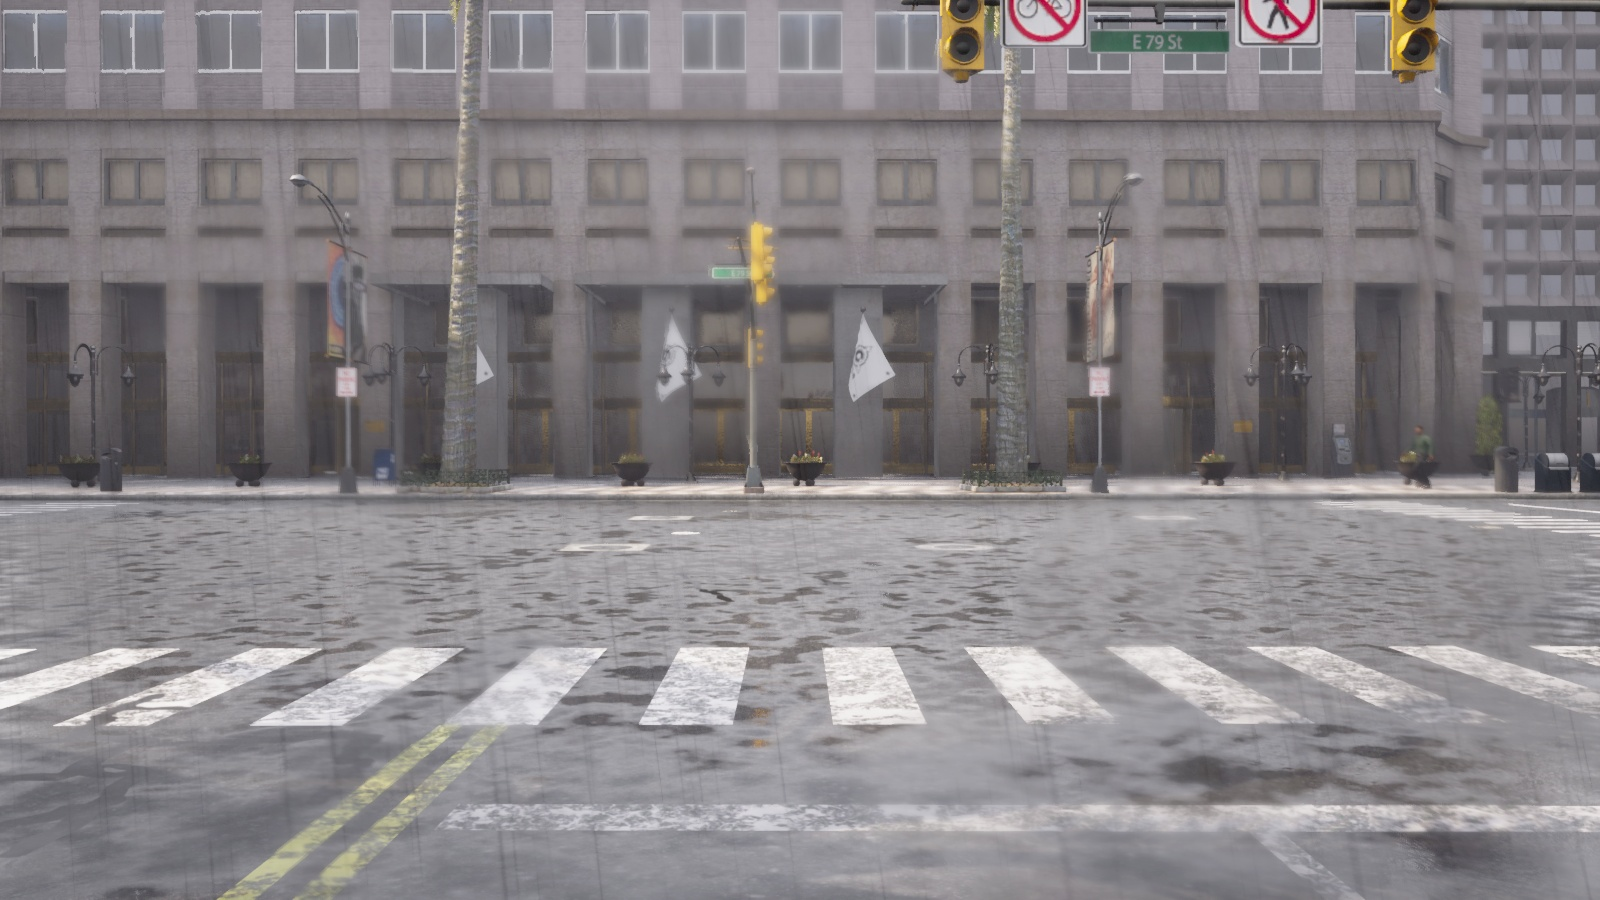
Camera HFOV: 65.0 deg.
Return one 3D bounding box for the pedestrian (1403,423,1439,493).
[{"bbox_3d":[17.249,0.220,34.892,0.788,1.949,0.423,0,0,-12],"label":"pedestrian"}]
